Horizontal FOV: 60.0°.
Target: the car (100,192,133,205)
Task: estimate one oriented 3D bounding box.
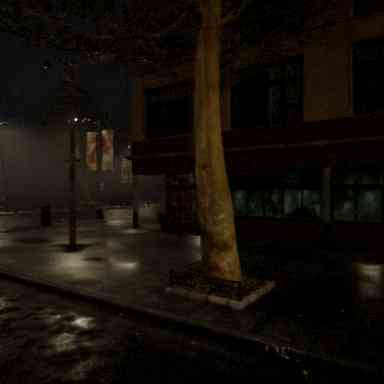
[{"bbox_3d":[-11.838,1.013,52.734,2.150,2.045,5.566,0,0,35],"label":"car"}]
